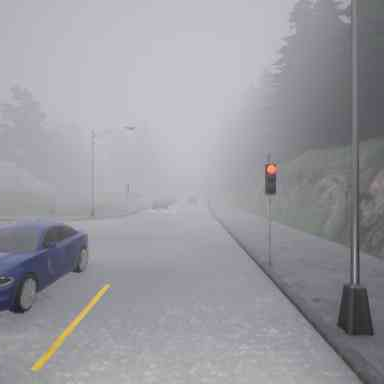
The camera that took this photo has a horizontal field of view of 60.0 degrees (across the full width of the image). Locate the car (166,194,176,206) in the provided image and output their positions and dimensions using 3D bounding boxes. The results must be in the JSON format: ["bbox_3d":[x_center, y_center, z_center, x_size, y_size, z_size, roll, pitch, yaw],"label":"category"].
[{"bbox_3d":[-4.128,1.478,53.746,1.882,1.535,5.008,0,0,0],"label":"car"}]

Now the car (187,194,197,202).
[{"bbox_3d":[-0.049,1.355,73.585,2.097,1.767,4.553,0,0,0],"label":"car"}]

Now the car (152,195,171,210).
[{"bbox_3d":[-4.115,1.526,43.455,1.812,1.442,4.674,0,0,0],"label":"car"}]

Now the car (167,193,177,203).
[{"bbox_3d":[-4.086,1.221,64.426,2.150,2.045,5.566,0,0,0],"label":"car"}]

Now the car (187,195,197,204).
[{"bbox_3d":[0.056,1.478,63.492,1.882,1.535,5.008,0,0,0],"label":"car"}]

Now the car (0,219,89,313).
[{"bbox_3d":[-3.974,1.477,7.845,1.882,1.535,5.008,0,0,0],"label":"car"}]
